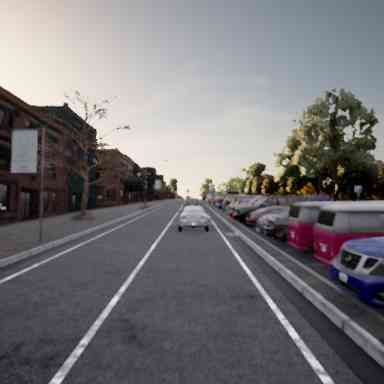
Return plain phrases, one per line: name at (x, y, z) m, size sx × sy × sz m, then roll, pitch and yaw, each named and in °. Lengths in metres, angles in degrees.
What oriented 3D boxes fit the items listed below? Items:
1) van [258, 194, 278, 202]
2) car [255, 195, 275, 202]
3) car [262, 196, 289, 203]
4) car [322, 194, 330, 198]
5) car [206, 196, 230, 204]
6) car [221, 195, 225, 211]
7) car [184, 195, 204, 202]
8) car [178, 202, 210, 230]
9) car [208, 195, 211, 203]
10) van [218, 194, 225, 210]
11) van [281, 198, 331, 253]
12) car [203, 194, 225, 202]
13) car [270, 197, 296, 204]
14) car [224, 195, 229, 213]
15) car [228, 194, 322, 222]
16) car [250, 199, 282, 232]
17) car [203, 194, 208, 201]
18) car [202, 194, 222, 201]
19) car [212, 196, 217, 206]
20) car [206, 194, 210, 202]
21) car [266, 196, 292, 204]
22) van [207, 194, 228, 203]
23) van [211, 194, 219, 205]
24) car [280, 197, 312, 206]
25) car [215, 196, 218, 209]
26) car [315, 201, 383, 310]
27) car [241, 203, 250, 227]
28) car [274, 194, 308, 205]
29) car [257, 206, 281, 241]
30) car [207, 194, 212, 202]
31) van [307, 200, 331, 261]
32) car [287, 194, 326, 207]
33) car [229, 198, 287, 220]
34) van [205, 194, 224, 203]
van at (18.736, 1.519, 82.151) m, size 4.442 × 1.987 × 1.878 m, roll 0°, pitch 0°, yaw 0°
car at (18.586, 1.636, 84.930) m, size 4.553 × 1.767 × 2.185 m, roll 0°, pitch 0°, yaw 0°
car at (18.447, 1.700, 73.792) m, size 5.366 × 1.575 × 1.946 m, roll 0°, pitch 0°, yaw 0°
car at (18.649, 1.366, 51.637) m, size 5.566 × 2.045 × 2.435 m, roll 0°, pitch 0°, yaw 0°
car at (5.553, 1.688, 70.864) m, size 5.008 × 1.535 × 2.097 m, roll 0°, pitch 0°, yaw 0°
car at (5.664, 1.460, 34.425) m, size 4.553 × 1.767 × 2.185 m, roll 0°, pitch 0°, yaw 0°
car at (0.073, 1.474, 39.895) m, size 2.097 × 1.767 × 4.553 m, roll 0°, pitch 0°, yaw 0°
car at (0.085, 1.609, 21.426) m, size 1.812 × 1.442 × 4.674 m, roll 0°, pitch 0°, yaw 0°
car at (5.778, 1.619, 54.048) m, size 5.366 × 1.575 × 1.946 m, roll 0°, pitch 0°, yaw 0°
van at (5.511, 1.365, 37.228) m, size 4.442 × 1.987 × 1.878 m, roll 0°, pitch 0°, yaw 0°
van at (5.795, 1.319, 11.999) m, size 4.442 × 1.987 × 1.878 m, roll 0°, pitch 0°, yaw 0°
car at (5.566, 1.511, 84.880) m, size 5.566 × 2.045 × 2.435 m, roll 0°, pitch 0°, yaw 0°
car at (18.614, 1.704, 68.221) m, size 4.792 × 1.488 × 2.163 m, roll 0°, pitch 0°, yaw 0°
car at (5.622, 1.319, 26.015) m, size 5.566 × 2.045 × 2.435 m, roll 0°, pitch 0°, yaw 0°
car at (5.627, 1.314, 23.212) m, size 5.566 × 2.045 × 2.435 m, roll 0°, pitch 0°, yaw 0°
car at (5.699, 1.429, 17.605) m, size 4.553 × 1.767 × 2.185 m, roll 0°, pitch 0°, yaw 0°
car at (5.593, 1.422, 68.061) m, size 5.566 × 2.045 × 2.435 m, roll 0°, pitch 0°, yaw 0°
car at (5.562, 1.578, 93.290) m, size 5.566 × 2.045 × 2.435 m, roll 0°, pitch -1°, yaw 0°
car at (5.581, 1.636, 45.637) m, size 4.792 × 1.488 × 2.163 m, roll 0°, pitch 0°, yaw 0°
car at (5.547, 1.677, 62.455) m, size 4.792 × 1.488 × 2.163 m, roll 0°, pitch 0°, yaw 0°
car at (18.632, 1.688, 71.006) m, size 5.008 × 1.535 × 2.097 m, roll 0°, pitch 0°, yaw 0°
van at (5.670, 1.476, 73.669) m, size 4.442 × 1.987 × 1.878 m, roll 0°, pitch 0°, yaw 0°
van at (5.488, 1.386, 48.441) m, size 4.442 × 1.987 × 1.878 m, roll 0°, pitch 0°, yaw 0°
car at (18.655, 1.639, 59.866) m, size 5.008 × 1.535 × 2.097 m, roll 0°, pitch 0°, yaw 0°
car at (5.616, 1.596, 40.031) m, size 5.008 × 1.535 × 2.097 m, roll 0°, pitch 0°, yaw 0°
car at (5.662, 1.283, 6.391) m, size 5.566 × 2.045 × 2.435 m, roll 0°, pitch 0°, yaw 0°
car at (5.659, 1.600, 20.408) m, size 4.674 × 1.452 × 2.002 m, roll 0°, pitch 0°, yaw 0°
car at (18.627, 1.397, 62.654) m, size 5.566 × 2.045 × 2.435 m, roll 0°, pitch 0°, yaw 0°
car at (5.667, 1.551, 14.802) m, size 4.892 × 1.521 × 2.231 m, roll 0°, pitch 0°, yaw 0°
car at (5.582, 1.628, 56.847) m, size 5.008 × 1.535 × 2.097 m, roll 0°, pitch 0°, yaw 0°
van at (5.801, 1.314, 9.196) m, size 4.442 × 1.987 × 1.878 m, roll 0°, pitch 0°, yaw 0°
car at (18.643, 1.371, 54.298) m, size 5.566 × 2.045 × 2.435 m, roll 0°, pitch 0°, yaw 0°
car at (5.613, 1.450, 28.818) m, size 4.553 × 1.767 × 2.185 m, roll 0°, pitch 0°, yaw 0°
van at (5.428, 1.504, 79.275) m, size 4.442 × 1.987 × 1.878 m, roll 0°, pitch 0°, yaw 0°
